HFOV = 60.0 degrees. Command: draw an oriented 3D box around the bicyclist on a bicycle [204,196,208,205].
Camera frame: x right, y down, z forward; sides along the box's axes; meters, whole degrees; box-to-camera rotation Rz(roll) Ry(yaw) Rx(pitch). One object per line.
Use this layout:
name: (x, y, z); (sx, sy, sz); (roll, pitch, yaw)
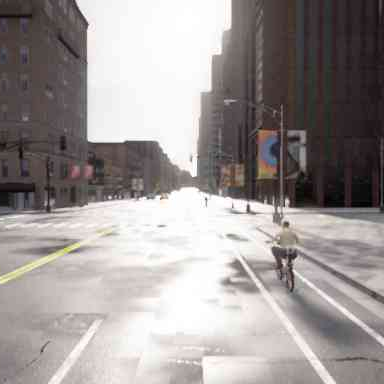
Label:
bicyclist on a bicycle: (2.282, 1.523, 53.769); (0.582, 1.620, 1.656); (0, 0, 0)

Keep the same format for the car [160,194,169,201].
car: (-6.454, 1.192, 78.365); (1.882, 1.535, 5.008); (0, 0, 0)

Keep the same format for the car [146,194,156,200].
car: (-9.704, 1.214, 78.367); (1.837, 1.490, 4.892); (0, 0, 0)

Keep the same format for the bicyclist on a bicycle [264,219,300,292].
bicyclist on a bicycle: (2.208, 1.441, 7.959); (0.866, 1.612, 1.509); (0, 0, 0)
